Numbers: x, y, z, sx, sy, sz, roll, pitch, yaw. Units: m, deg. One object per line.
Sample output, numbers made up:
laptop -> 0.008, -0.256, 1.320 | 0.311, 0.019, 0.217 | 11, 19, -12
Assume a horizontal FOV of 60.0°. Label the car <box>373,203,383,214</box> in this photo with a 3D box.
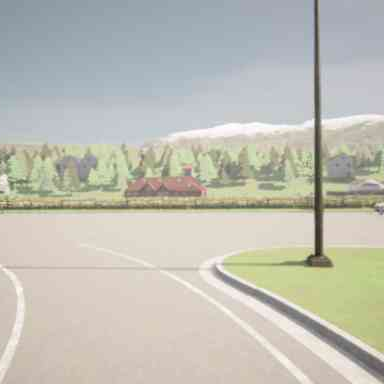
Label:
car -> 17.629, 1.132, 27.512 | 4.674, 1.442, 1.812 | -1, 0, 6
